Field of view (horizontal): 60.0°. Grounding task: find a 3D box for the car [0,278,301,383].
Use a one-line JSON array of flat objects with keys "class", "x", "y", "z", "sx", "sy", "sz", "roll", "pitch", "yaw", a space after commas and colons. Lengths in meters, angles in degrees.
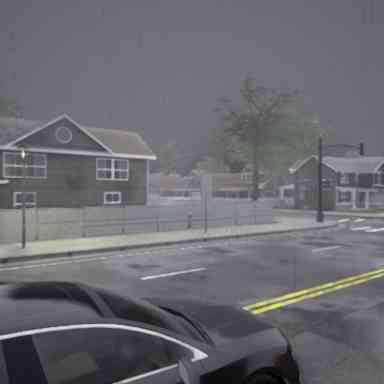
[{"class": "car", "x": -1.170, "y": 1.507, "z": 2.604, "sx": 4.892, "sy": 1.490, "sz": 1.837, "roll": 0, "pitch": 0, "yaw": -36}]
